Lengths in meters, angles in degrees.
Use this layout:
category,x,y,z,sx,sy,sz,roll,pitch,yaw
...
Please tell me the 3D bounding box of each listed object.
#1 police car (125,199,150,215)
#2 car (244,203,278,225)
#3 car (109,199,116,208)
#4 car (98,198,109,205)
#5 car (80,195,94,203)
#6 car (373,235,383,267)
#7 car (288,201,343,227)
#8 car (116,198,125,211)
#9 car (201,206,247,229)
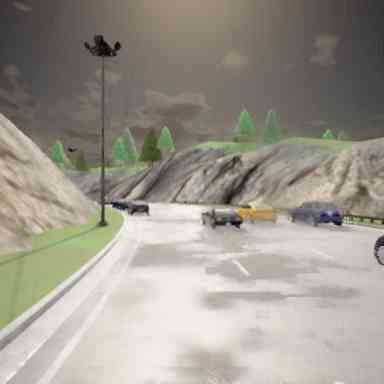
category,x,y,z,sx,sy,sz,roll,pitch,yaw
police car,-5.753,1.583,35.798,1.930,1.638,5.238,0,0,-16
car,4.848,1.587,25.584,1.882,1.535,5.008,0,0,-10
car,-10.593,1.698,49.692,1.882,1.535,5.008,0,0,-23
car,-16.867,1.834,64.897,1.994,1.385,4.181,0,0,-31
car,-24.034,1.541,75.989,2.097,1.767,4.553,0,0,-35
car,6.819,1.540,8.737,1.837,1.490,4.892,0,0,-3
car,8.684,1.452,23.837,2.097,1.767,4.553,0,0,-9
car,-8.571,1.702,44.511,1.837,1.490,4.892,0,0,-20
car,1.868,1.697,22.407,1.895,1.301,4.718,0,0,-9
